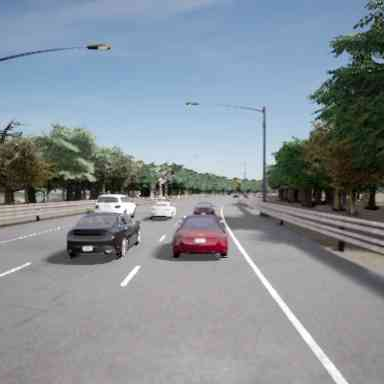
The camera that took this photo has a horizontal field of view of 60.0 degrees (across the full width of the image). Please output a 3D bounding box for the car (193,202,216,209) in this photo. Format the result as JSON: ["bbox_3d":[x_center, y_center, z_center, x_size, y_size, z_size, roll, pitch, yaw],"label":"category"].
[{"bbox_3d":[1.060,1.566,28.752,1.812,1.442,4.674,0,0,4],"label":"car"}]

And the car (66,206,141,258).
[{"bbox_3d":[-3.181,1.516,12.783,1.837,1.490,4.892,0,0,2],"label":"car"}]

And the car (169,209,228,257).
[{"bbox_3d":[0.328,1.579,13.017,1.994,1.385,4.181,0,0,2],"label":"car"}]

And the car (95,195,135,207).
[{"bbox_3d":[-6.075,1.252,26.874,2.150,2.045,5.566,0,0,3],"label":"car"}]

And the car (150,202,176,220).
[{"bbox_3d":[-2.448,1.562,28.741,1.812,1.442,4.674,0,0,4],"label":"car"}]
